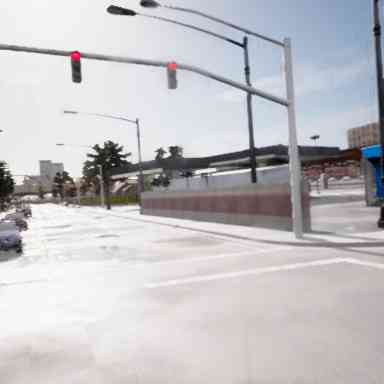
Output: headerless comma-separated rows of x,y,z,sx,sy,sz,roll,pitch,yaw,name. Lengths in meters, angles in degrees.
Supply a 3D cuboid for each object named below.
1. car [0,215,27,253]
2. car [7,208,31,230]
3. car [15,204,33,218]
-9.193,2.127,16.063,1.812,1.442,4.674,-4,0,-25,car
-14.895,2.482,28.103,1.812,1.442,4.674,-4,1,-25,car
-25.061,2.807,49.734,2.150,2.045,5.566,-4,0,-25,car
